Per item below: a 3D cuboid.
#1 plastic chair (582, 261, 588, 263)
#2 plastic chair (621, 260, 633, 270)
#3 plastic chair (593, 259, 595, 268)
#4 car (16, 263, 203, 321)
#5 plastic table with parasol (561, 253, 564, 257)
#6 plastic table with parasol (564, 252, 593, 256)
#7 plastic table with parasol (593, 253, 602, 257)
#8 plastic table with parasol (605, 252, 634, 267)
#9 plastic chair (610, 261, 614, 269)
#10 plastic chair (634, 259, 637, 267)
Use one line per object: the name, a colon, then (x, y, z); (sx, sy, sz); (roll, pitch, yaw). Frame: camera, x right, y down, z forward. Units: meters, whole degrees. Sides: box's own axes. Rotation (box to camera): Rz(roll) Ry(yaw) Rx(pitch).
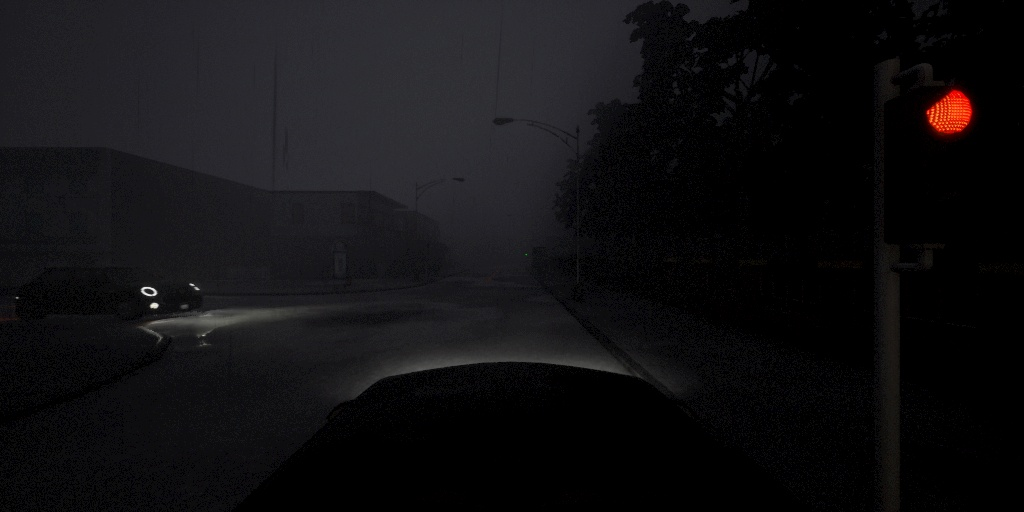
plastic chair: (10.738, 1.310, 52.936); (0.750, 1.272, 0.730); (0, 0, -40)
plastic chair: (16.056, 1.296, 50.192); (0.750, 1.272, 0.730); (0, 0, -40)
plastic chair: (13.755, 1.304, 58.518); (0.730, 1.272, 0.750); (0, 0, -35)
car: (-13.145, 1.102, 11.935); (4.553, 1.767, 2.097); (0, 0, 0)
plastic table with parasol: (10.723, 0.705, 62.374); (2.482, 2.480, 2.482); (0, 0, -40)
plastic table with parasol: (10.007, 0.684, 53.933); (2.482, 2.480, 2.482); (0, 0, -40)
plastic table with parasol: (14.707, 0.673, 59.405); (2.482, 2.480, 2.482); (0, 0, -42)
plastic table with parasol: (15.324, 0.694, 51.191); (2.482, 2.480, 2.482); (0, 0, -40)
plastic chair: (14.350, 1.306, 50.290); (0.730, 1.272, 0.750); (0, 0, -35)
plastic chair: (18.680, 1.161, 54.638); (0.750, 1.272, 0.730); (0, 0, -39)
